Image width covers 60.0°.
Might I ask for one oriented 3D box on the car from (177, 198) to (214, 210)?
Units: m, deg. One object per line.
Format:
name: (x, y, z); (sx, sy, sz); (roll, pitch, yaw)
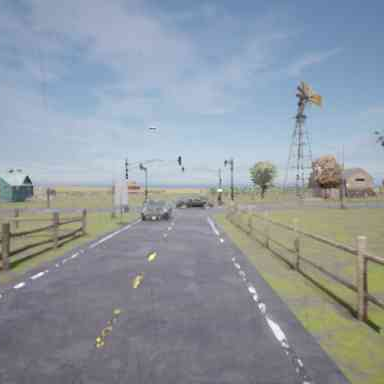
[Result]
car: (0.428, 1.538, 43.622); (4.892, 1.490, 1.837); (-1, 1, 0)

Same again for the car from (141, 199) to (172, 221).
car: (-2.787, 1.332, 26.713); (2.097, 1.767, 4.553); (0, 0, 1)
